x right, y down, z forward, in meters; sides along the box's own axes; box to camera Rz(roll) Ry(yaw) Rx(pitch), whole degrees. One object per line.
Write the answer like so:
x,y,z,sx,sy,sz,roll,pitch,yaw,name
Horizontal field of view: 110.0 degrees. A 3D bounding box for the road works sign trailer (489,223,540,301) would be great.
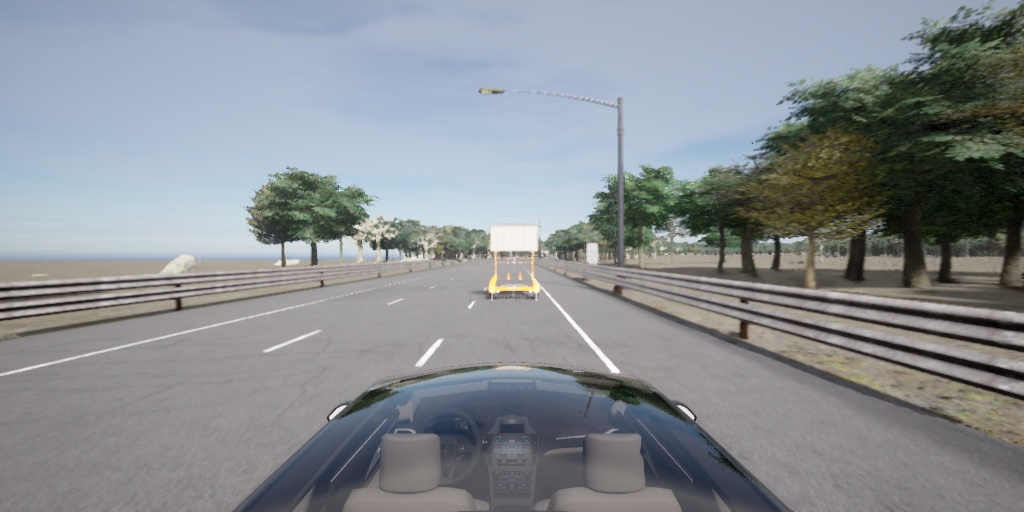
0.112,0.217,17.398,2.380,3.560,2.880,0,0,0,road works sign trailer
